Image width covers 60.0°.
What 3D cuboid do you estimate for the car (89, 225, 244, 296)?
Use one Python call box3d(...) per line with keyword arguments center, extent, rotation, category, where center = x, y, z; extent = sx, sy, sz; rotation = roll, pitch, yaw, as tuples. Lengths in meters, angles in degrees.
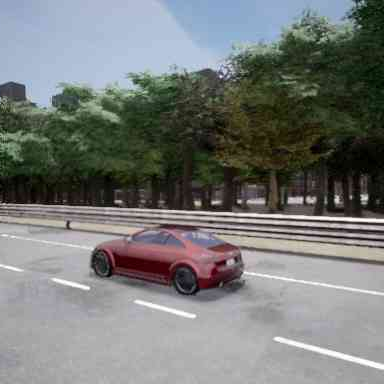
box3d(center=(-0.760, 1.566, 8.718), extent=(4.181, 1.385, 1.994), rotation=(0, 0, 35), category="car")
